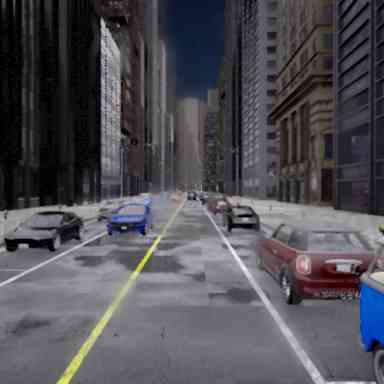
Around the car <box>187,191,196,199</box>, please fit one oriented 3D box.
[{"bbox_3d":[-0.060,0.650,85.380,2.150,2.045,5.566,0,0,0],"label":"car"}]

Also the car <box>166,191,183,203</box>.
[{"bbox_3d":[-3.090,1.115,58.926,1.882,1.535,5.008,0,0,0],"label":"car"}]

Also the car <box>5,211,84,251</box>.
[{"bbox_3d":[-5.771,1.477,13.575,1.947,1.339,4.313,0,0,0],"label":"car"}]

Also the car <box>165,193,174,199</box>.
[{"bbox_3d":[-5.823,1.030,86.496,2.008,1.369,4.403,0,0,0],"label":"car"}]

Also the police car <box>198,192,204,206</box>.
[{"bbox_3d":[2.332,1.127,47.919,1.930,1.638,5.238,0,0,0],"label":"police car"}]

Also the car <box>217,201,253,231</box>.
[{"bbox_3d":[2.750,1.441,19.203,1.947,1.339,4.313,0,0,0],"label":"car"}]

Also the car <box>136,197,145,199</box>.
[{"bbox_3d":[-5.783,1.389,30.403,1.802,1.307,4.206,0,0,0],"label":"car"}]

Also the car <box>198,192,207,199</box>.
[{"bbox_3d":[2.702,0.919,86.511,1.967,1.590,4.097,0,0,0],"label":"car"}]

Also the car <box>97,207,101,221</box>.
[{"bbox_3d":[-5.779,1.391,24.793,2.008,1.369,4.403,0,0,0],"label":"car"}]

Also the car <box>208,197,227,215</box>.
[{"bbox_3d":[2.742,1.388,30.422,1.802,1.307,4.206,0,0,0],"label":"car"}]

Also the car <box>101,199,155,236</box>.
[{"bbox_3d":[-3.113,1.362,17.731,1.882,1.535,5.008,0,0,0],"label":"car"}]

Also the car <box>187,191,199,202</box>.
[{"bbox_3d":[-0.046,1.076,65.700,1.882,1.535,5.008,0,0,0],"label":"car"}]

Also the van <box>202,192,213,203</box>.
[{"bbox_3d":[2.722,0.982,58.465,1.690,1.788,3.998,0,0,0],"label":"van"}]

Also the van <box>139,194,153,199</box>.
[{"bbox_3d":[-5.791,1.081,41.620,1.690,1.788,3.998,0,0,0],"label":"van"}]

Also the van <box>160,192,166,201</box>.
[{"bbox_3d":[-5.811,0.917,69.667,1.690,1.788,3.998,0,0,0],"label":"van"}]

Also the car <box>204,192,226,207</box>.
[{"bbox_3d":[2.738,1.088,36.029,2.192,1.841,5.009,0,0,0],"label":"car"}]

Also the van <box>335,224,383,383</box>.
[{"bbox_3d":[2.762,1.325,2.375,1.690,1.788,3.998,0,0,0],"label":"van"}]

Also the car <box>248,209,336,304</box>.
[{"bbox_3d":[2.758,1.387,7.985,1.967,1.590,4.097,0,0,0],"label":"car"}]

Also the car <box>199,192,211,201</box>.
[{"bbox_3d":[2.714,0.890,69.683,2.192,1.841,5.009,0,0,0],"label":"car"}]

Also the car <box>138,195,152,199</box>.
[{"bbox_3d":[-5.787,1.299,35.842,1.752,1.417,4.829,0,0,0],"label":"car"}]

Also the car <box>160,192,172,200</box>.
[{"bbox_3d":[-5.815,0.858,75.276,2.192,1.841,5.009,0,0,0],"label":"car"}]
